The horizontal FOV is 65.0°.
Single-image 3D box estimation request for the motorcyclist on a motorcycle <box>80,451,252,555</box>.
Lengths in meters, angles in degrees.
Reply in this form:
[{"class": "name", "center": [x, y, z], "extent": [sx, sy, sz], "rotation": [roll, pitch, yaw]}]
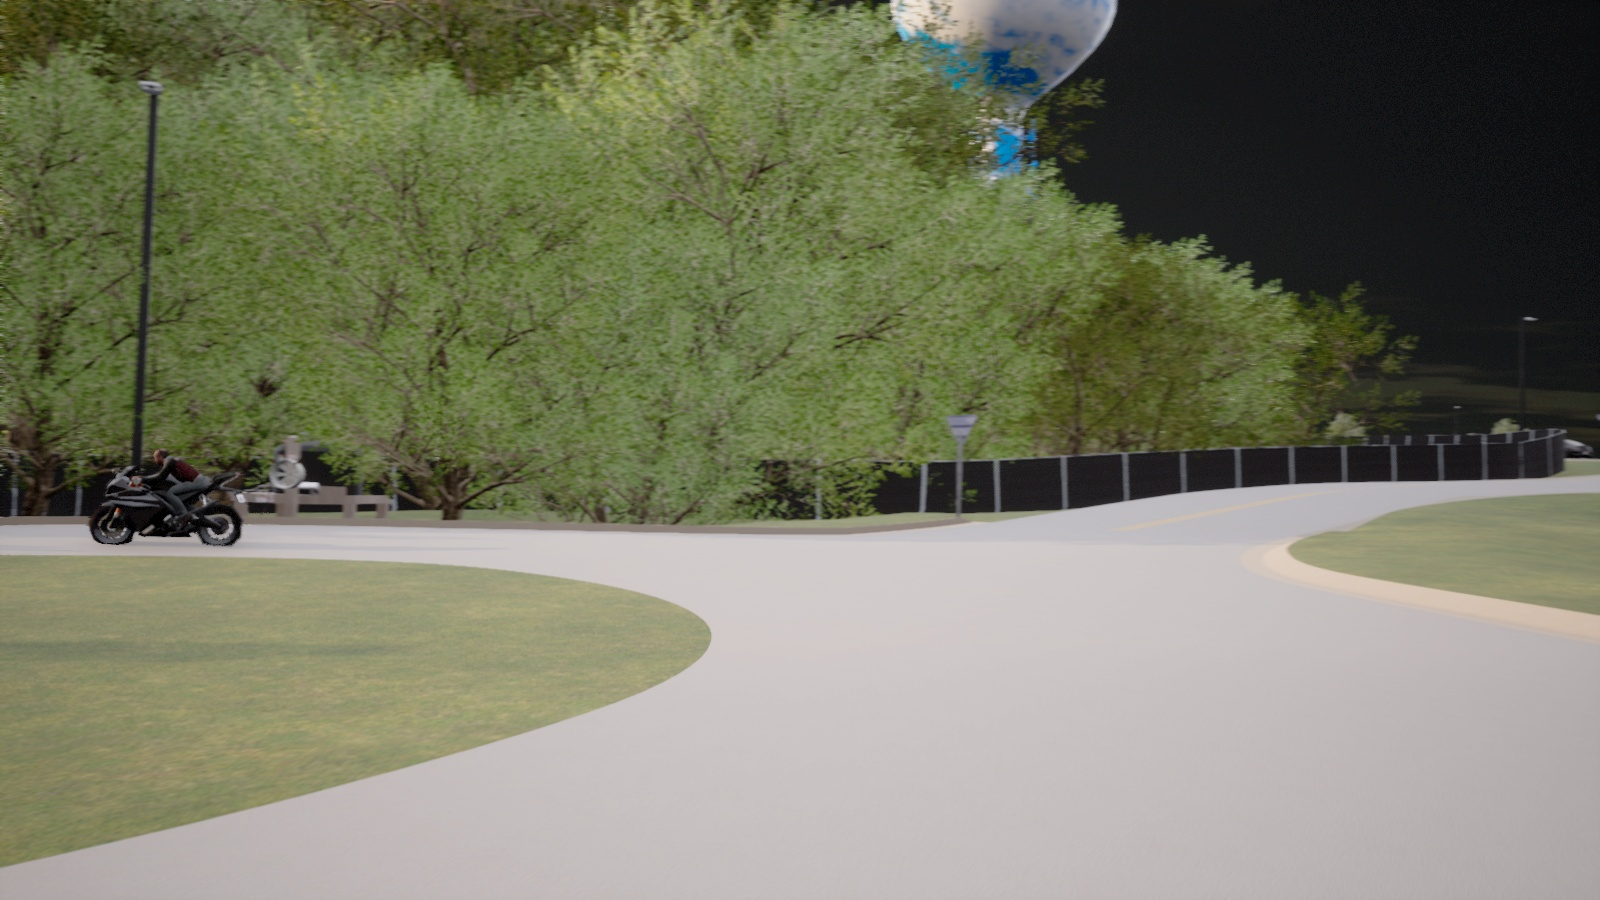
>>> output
[{"class": "motorcyclist on a motorcycle", "center": [-9.733, 0.803, 19.349], "extent": [2.191, 1.530, 0.866], "rotation": [1, 1, -8]}]
